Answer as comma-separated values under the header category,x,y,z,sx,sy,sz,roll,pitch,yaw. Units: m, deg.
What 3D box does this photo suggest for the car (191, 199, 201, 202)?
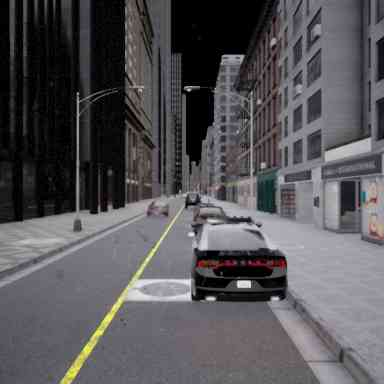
category,x,y,z,sx,sy,sz,roll,pitch,yaw
car,0.982,1.524,24.341,1.812,1.442,4.674,0,0,0

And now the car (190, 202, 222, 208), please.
category,x,y,z,sx,sy,sz,roll,pitch,yaw
car,0.960,1.504,18.342,1.837,1.490,4.892,0,0,0

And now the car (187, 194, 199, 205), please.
category,x,y,z,sx,sy,sz,roll,pitch,yaw
car,0.199,1.320,58.842,2.097,1.767,4.553,0,0,0

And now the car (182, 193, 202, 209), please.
category,x,y,z,sx,sy,sz,roll,pitch,yaw
car,0.162,1.207,45.124,2.150,2.045,5.566,0,0,0

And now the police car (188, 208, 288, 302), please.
category,x,y,z,sx,sy,sz,roll,pitch,yaw
police car,0.927,1.425,8.451,1.930,1.638,5.238,0,0,0

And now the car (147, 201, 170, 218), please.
category,x,y,z,sx,sy,sz,roll,pitch,yaw
car,-2.985,1.521,30.420,1.812,1.442,4.674,0,0,0
